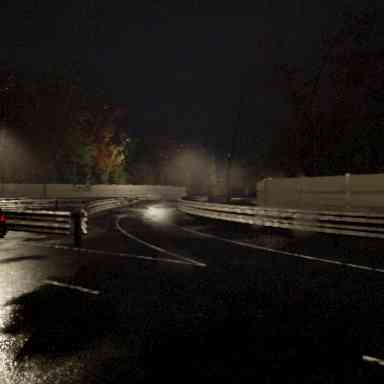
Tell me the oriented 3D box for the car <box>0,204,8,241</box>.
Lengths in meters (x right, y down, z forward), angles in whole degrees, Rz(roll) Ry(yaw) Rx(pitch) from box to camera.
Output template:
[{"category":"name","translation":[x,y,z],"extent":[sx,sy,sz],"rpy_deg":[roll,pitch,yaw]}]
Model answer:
[{"category":"car","translation":[-10.125,1.191,13.770],"extent":[5.566,2.045,2.150],"rpy_deg":[0,0,27]}]

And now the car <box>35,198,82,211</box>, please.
[{"category":"car","translation":[-15.718,1.401,39.358],"extent":[2.033,1.411,5.357],"rpy_deg":[0,0,45]}]
